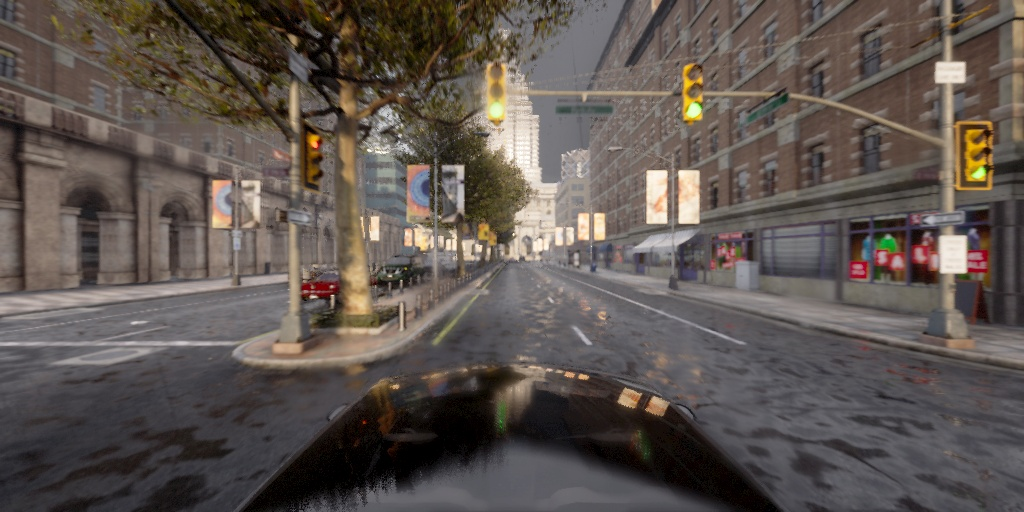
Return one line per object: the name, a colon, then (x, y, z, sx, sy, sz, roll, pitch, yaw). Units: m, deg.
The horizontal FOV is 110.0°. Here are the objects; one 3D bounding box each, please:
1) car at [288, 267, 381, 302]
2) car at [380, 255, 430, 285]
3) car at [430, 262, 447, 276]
car: (-8.078, 1.344, 16.802, 1.895, 1.301, 4.718, 0, 0, 0)
car: (-8.011, 0.959, 26.441, 2.150, 2.045, 5.566, 0, 0, 0)
car: (-7.986, 1.280, 37.049, 2.033, 1.411, 5.357, 0, 0, 0)
